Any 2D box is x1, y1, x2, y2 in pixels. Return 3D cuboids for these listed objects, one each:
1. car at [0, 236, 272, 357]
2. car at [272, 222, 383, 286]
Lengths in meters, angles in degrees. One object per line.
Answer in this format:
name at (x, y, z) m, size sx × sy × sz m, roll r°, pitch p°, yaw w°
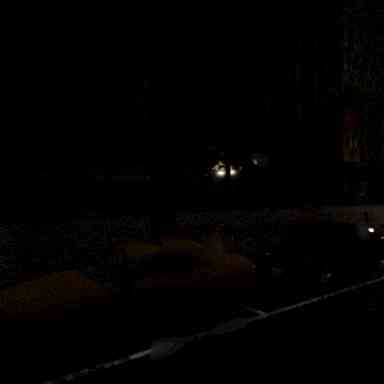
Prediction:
car at (-0.906, 1.523, 6.002) m, size 4.829 × 1.417 × 1.752 m, roll 0°, pitch 0°, yaw -35°
car at (3.855, 1.559, 9.398) m, size 4.313 × 1.339 × 1.947 m, roll 0°, pitch 0°, yaw -35°
